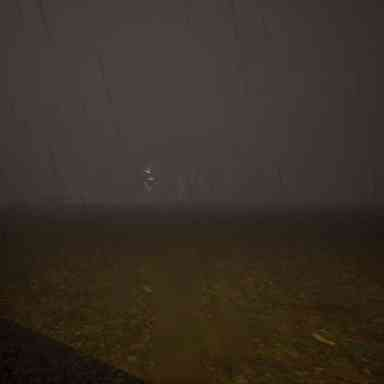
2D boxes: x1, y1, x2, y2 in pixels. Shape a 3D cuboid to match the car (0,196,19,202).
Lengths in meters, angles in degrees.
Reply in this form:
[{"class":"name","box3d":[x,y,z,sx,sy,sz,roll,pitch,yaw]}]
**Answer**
[{"class":"car","box3d":[-41.816,1.645,76.939,1.812,1.442,4.674,0,0,34]}]
